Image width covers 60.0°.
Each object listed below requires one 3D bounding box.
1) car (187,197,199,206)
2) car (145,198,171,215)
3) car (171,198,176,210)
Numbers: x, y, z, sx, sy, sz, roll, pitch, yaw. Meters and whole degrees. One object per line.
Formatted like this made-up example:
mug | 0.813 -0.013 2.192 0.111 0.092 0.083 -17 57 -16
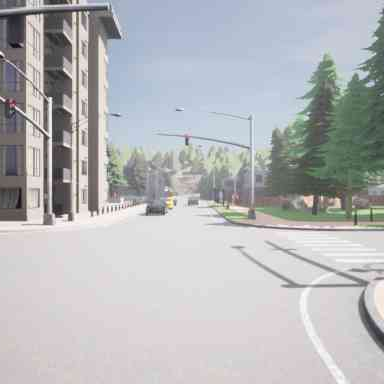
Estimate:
car | 0.185 1.546 55.689 2.033 1.411 5.357 0 0 0
car | -3.489 1.477 33.508 1.882 1.535 5.008 0 0 0
car | -3.447 1.477 43.469 1.882 1.535 5.008 0 0 0
